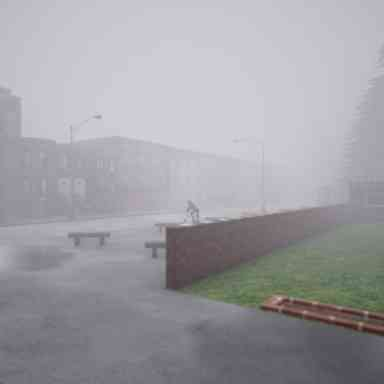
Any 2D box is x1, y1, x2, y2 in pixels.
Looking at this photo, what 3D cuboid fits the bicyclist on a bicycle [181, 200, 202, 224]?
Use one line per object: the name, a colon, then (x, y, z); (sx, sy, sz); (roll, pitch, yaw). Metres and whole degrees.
bicyclist on a bicycle: (-0.030, 1.346, 20.853); (1.656, 1.620, 0.582); (0, 0, 35)
